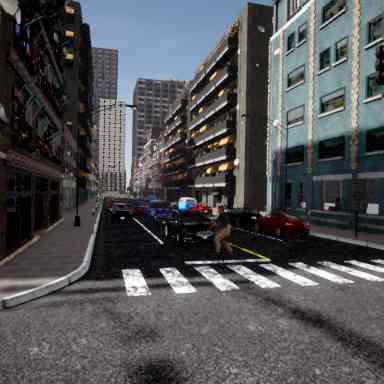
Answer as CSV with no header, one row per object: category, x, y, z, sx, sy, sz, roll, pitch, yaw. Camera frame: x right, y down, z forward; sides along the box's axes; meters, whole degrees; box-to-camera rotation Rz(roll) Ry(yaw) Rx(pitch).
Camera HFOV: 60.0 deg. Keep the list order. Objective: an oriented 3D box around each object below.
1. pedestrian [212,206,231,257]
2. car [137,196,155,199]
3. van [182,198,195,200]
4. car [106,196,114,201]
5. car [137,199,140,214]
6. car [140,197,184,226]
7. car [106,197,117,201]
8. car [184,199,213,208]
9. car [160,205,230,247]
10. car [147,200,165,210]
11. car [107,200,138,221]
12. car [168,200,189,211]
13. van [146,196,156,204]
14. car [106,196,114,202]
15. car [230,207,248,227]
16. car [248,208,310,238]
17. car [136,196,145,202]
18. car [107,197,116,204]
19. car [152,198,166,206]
pedestrian,1.035,1.366,11.642,0.375,1.860,0.375,1,0,-15
car,-8.475,1.826,60.415,1.994,1.385,4.181,1,0,-15
van,-0.546,1.593,40.354,1.690,1.788,3.998,1,0,-15
car,-22.661,1.801,91.671,1.887,1.381,4.507,1,0,-15
car,-4.881,1.694,34.091,1.994,1.385,4.181,1,0,-15
car,-2.349,1.456,24.441,2.097,1.767,4.553,1,0,-15
car,-10.057,1.653,43.584,1.887,1.381,4.507,1,0,-15
car,0.852,1.782,35.010,1.887,1.381,4.507,1,0,-15
car,-0.070,1.586,15.705,1.837,1.490,4.892,1,0,-14
car,-5.187,1.826,47.860,1.895,1.301,4.718,1,-1,-15
car,-5.857,1.631,27.555,1.947,1.339,4.313,1,0,-15
car,-1.949,1.832,45.696,1.947,1.339,4.313,1,0,-15
van,-8.949,1.687,72.412,1.690,1.788,3.998,1,0,-15
car,-21.260,1.805,86.327,1.947,1.339,4.313,1,0,-15
car,3.653,1.774,24.324,1.947,1.339,4.313,1,0,-15
car,5.053,1.777,18.981,1.802,1.307,4.206,1,0,-15
car,-14.552,1.965,93.781,2.008,1.369,4.403,1,0,-15
car,-17.016,1.713,70.135,1.752,1.417,4.829,1,0,-15
car,-6.193,1.839,61.889,1.752,1.417,4.829,1,0,-15
